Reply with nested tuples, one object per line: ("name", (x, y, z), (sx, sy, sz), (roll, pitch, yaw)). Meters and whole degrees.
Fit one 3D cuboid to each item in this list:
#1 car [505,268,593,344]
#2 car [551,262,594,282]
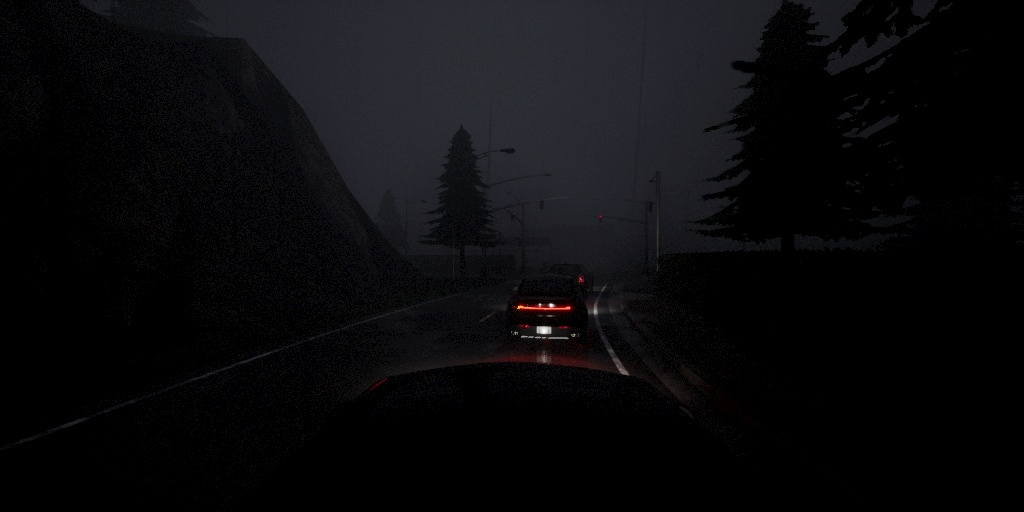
("car", (1.018, 1.255, 9.661), (1.837, 1.490, 4.892), (0, 0, 9))
("car", (3.017, 1.102, 18.583), (2.097, 1.767, 4.553), (0, 0, 17))
